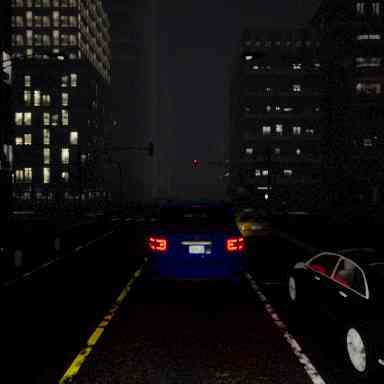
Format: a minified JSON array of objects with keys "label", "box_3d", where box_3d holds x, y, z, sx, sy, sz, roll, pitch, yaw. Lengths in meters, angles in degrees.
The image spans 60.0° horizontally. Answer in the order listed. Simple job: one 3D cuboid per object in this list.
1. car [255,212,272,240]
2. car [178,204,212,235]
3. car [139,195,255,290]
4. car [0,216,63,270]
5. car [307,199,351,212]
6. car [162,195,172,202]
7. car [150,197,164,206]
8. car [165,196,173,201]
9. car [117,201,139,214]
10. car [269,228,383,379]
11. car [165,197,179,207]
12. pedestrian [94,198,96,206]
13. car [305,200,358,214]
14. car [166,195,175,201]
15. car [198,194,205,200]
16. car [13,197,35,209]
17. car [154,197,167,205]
[{"label":"car","box_3d":[2.804,1.521,16.772,1.752,1.417,4.829,-1,0,0]},{"label":"car","box_3d":[0.095,1.520,19.737,1.812,1.442,4.674,0,0,-2]},{"label":"car","box_3d":[0.095,1.219,9.226,2.150,2.045,5.566,0,0,0]},{"label":"car","box_3d":[-5.834,1.541,11.014,1.887,1.381,4.507,-1,0,0]},{"label":"car","box_3d":[16.308,1.622,39.737,4.403,1.369,2.008,0,0,1]},{"label":"car","box_3d":[-5.712,1.530,77.174,1.887,1.381,4.507,-1,0,0]},{"label":"car","box_3d":[-5.710,1.513,54.386,1.752,1.417,4.829,-1,0,0]},{"label":"car","box_3d":[-5.712,1.567,82.828,1.802,1.307,4.206,-1,0,0]},{"label":"car","box_3d":[-5.196,1.594,34.265,4.718,1.301,1.895,0,0,1]},{"label":"car","box_3d":[2.806,1.549,5.313,2.008,1.369,4.403,-1,0,0]},{"label":"car","box_3d":[-3.099,1.552,52.681,1.994,1.385,4.181,0,0,0]},{"label":"pedestrian","box_3d":[-12.555,1.299,43.079,0.500,1.100,0.500,0,0,1]},{"label":"car","box_3d":[15.525,1.655,37.156,5.357,1.411,2.033,0,1,1]},{"label":"car","box_3d":[-5.714,1.529,88.483,1.887,1.381,4.507,-1,0,0]},{"label":"car","box_3d":[2.664,1.424,94.139,1.967,1.590,4.097,-1,0,0]},{"label":"car","box_3d":[-21.667,1.274,40.230,4.829,1.417,1.752,0,0,1]},{"label":"car","box_3d":[-5.710,1.553,60.210,1.947,1.339,4.313,-1,0,0]}]
